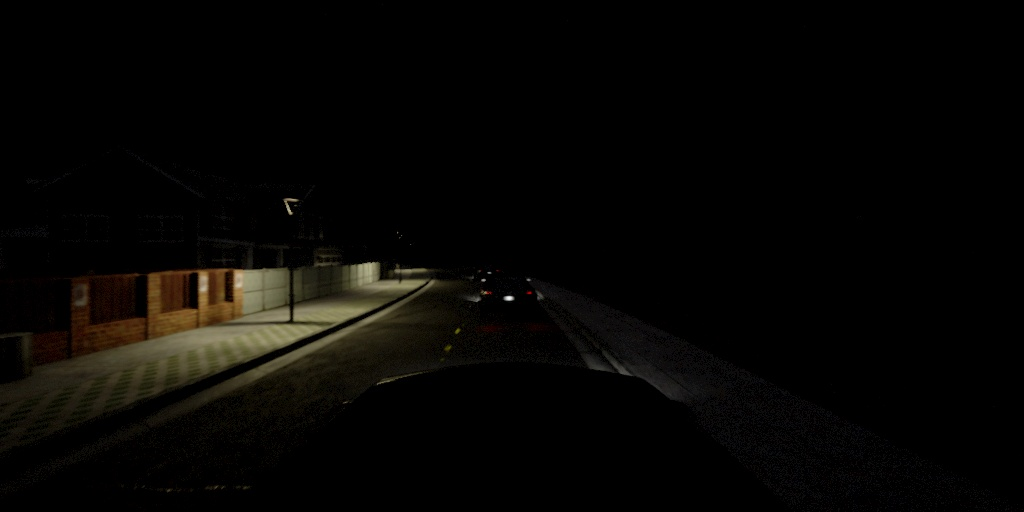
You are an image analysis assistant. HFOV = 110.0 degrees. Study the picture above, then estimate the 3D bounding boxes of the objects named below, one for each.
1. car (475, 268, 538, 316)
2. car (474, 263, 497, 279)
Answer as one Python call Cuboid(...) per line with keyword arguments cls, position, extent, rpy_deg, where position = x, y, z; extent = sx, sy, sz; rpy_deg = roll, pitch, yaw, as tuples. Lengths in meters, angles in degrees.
Cuboid(cls="car", position=(-0.205, 1.316, 13.405), extent=(1.994, 1.385, 4.181), rpy_deg=(0, 0, -3))
Cuboid(cls="car", position=(-2.158, 1.308, 30.410), extent=(1.994, 1.385, 4.181), rpy_deg=(0, 0, -10))
